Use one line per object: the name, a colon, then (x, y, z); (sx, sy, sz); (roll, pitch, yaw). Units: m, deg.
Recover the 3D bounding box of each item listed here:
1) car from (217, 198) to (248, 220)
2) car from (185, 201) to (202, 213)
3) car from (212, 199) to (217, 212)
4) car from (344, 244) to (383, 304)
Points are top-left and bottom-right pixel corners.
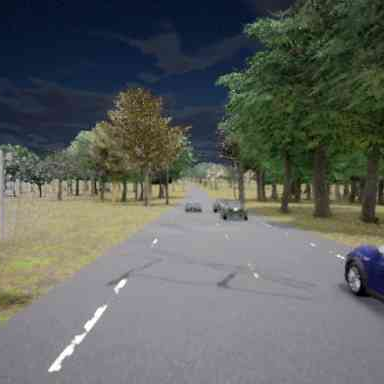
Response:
car: (3.675, 1.488, 29.943); (2.097, 1.767, 4.553); (0, 0, 1)
car: (0.162, 1.749, 39.656); (1.994, 1.385, 4.181); (0, 0, 0)
car: (3.696, 1.571, 41.753); (2.097, 1.767, 4.553); (0, -1, 1)
car: (4.564, 1.389, 5.885); (2.097, 1.767, 4.553); (0, 0, 0)
